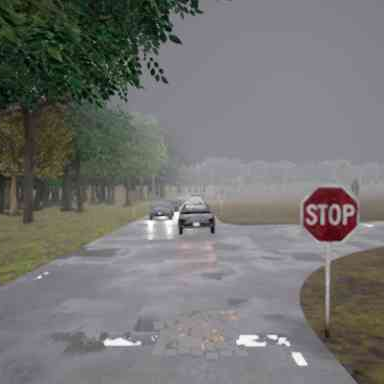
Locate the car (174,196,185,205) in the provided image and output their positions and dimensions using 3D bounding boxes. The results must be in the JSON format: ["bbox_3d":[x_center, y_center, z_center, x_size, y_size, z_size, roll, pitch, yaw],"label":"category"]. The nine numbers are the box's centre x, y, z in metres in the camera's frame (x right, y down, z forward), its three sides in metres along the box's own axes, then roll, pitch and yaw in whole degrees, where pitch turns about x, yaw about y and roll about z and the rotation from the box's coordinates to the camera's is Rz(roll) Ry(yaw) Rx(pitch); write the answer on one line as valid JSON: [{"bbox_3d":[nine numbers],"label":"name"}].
[{"bbox_3d":[-2.222,1.566,61.730,1.812,1.442,4.674,0,0,1],"label":"car"}]

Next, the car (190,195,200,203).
[{"bbox_3d":[0.639,1.519,71.535,1.882,1.535,5.008,0,0,0],"label":"car"}]

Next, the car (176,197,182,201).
[{"bbox_3d":[-2.475,1.616,39.114,1.895,1.301,4.718,0,0,1],"label":"car"}]

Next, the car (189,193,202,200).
[{"bbox_3d":[0.649,1.261,61.183,2.150,2.045,5.566,0,0,0],"label":"car"}]

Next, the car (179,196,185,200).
[{"bbox_3d":[-2.380,1.576,49.710,2.033,1.411,5.357,0,0,0],"label":"car"}]

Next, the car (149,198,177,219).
[{"bbox_3d":[-2.572,1.510,29.034,1.837,1.490,4.892,0,0,0],"label":"car"}]

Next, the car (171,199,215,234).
[{"bbox_3d":[0.234,1.355,18.294,2.128,1.511,4.902,-2,-1,0],"label":"car"}]
